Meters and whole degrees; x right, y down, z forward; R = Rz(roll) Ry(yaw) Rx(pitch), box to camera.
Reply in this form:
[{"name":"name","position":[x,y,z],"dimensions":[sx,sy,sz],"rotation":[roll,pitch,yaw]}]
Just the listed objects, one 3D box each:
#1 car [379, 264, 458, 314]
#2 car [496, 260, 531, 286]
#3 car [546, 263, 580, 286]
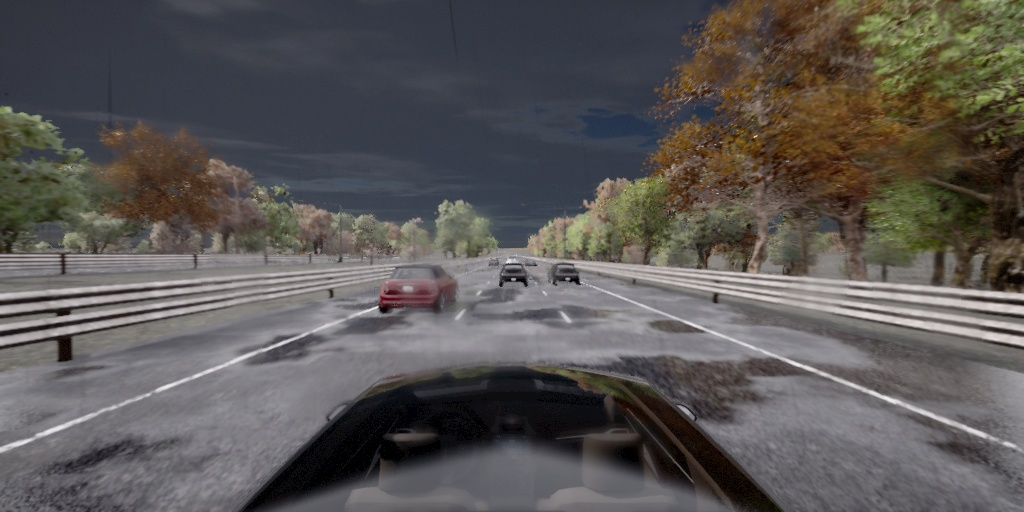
[{"name":"car","position":[-3.402,1.098,13.885],"dimensions":[2.097,1.767,4.553],"rotation":[0,0,0]},{"name":"car","position":[0.095,1.247,25.122],"dimensions":[1.837,1.490,4.892],"rotation":[0,0,0]},{"name":"car","position":[3.594,1.247,25.480],"dimensions":[1.837,1.490,4.892],"rotation":[0,0,0]}]
